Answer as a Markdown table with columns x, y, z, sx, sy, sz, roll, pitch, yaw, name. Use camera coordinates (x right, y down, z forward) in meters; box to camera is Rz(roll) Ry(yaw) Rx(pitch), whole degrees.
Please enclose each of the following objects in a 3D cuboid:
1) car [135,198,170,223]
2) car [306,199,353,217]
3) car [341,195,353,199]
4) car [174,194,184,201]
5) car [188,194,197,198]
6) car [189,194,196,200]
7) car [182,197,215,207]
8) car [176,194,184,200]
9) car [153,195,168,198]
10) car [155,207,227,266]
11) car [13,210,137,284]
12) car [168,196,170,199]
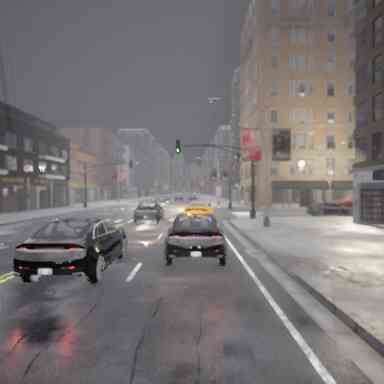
| x | y | z | sx | sy | sz | roll | pitch | yaw | name |
| --- | --- | --- | --- | --- | --- | --- | --- | --- | --- |
| -3.114 | 1.467 | 24.714 | 2.128 | 1.511 | 4.902 | 0 | 0 | 0 | car |
| 12.442 | 1.556 | 29.805 | 4.313 | 1.339 | 1.947 | 0 | 0 | 0 | car |
| 18.152 | 1.260 | 37.794 | 5.009 | 1.841 | 2.192 | 0 | 0 | 0 | car |
| -3.131 | 1.295 | 80.084 | 2.097 | 1.767 | 4.553 | 0 | 0 | 0 | car |
| 0.118 | 1.296 | 80.112 | 2.097 | 1.767 | 4.553 | 0 | 0 | 0 | car |
| 0.134 | 1.256 | 90.146 | 1.882 | 1.535 | 5.008 | 0 | 0 | 0 | car |
| 0.702 | 1.452 | 26.190 | 1.882 | 1.535 | 5.008 | -1 | 0 | 10 | car |
| -3.116 | 1.331 | 90.151 | 1.994 | 1.385 | 4.181 | 0 | 0 | 0 | car |
| -6.425 | 1.305 | 65.039 | 2.097 | 1.767 | 4.553 | 0 | 0 | 1 | car |
| 0.116 | 1.480 | 11.529 | 2.128 | 1.511 | 4.902 | 0 | 0 | 0 | car |
| -3.138 | 1.482 | 9.534 | 2.128 | 1.511 | 4.902 | 0 | 0 | 0 | car |
| -6.380 | 1.497 | 80.498 | 1.994 | 1.385 | 4.181 | 0 | 0 | 0 | car |
